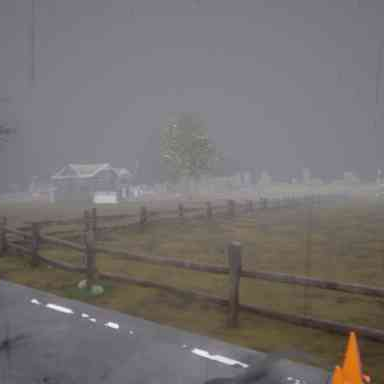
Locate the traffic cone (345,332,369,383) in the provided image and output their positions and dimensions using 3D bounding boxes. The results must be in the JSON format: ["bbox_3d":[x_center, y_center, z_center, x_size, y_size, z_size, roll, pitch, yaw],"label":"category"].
[{"bbox_3d":[1.982,2.030,4.112,0.340,0.580,0.340,0,0,33],"label":"traffic cone"}]

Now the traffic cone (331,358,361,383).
[{"bbox_3d":[1.433,2.016,3.280,0.340,0.580,0.340,0,-1,33],"label":"traffic cone"}]
